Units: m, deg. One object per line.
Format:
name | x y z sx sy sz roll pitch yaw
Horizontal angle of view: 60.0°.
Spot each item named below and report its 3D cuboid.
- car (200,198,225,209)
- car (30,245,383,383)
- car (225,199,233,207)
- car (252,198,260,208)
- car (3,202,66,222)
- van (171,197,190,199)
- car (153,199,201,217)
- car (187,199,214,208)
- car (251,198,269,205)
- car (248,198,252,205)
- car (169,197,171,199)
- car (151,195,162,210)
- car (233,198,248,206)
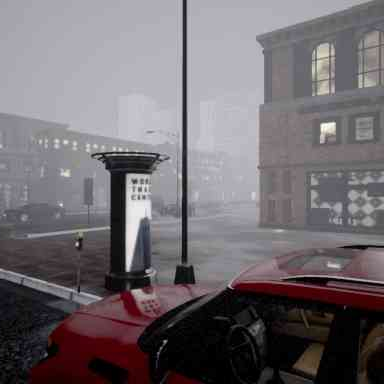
car | 2.247 1.682 47.981 2.128 1.511 4.902 0 0 35
car | 1.033 1.315 2.138 5.009 1.841 2.192 0 0 36
car | 4.501 1.759 55.635 1.752 1.417 4.829 0 -1 36
car | 11.417 1.676 50.900 1.967 1.590 4.097 0 -1 36
car | -12.731 1.578 27.114 1.837 1.490 4.892 0 0 34
van | -1.828 1.518 46.784 1.690 1.788 3.998 0 0 36
car | -1.396 1.669 32.890 1.887 1.381 4.507 0 0 36
car | 1.386 1.756 51.278 2.008 1.369 4.403 0 0 36
car | 14.243 1.876 69.259 2.008 1.369 4.403 0 -1 36
car | 11.029 1.845 64.763 2.008 1.369 4.403 0 -1 36
car | -5.141 1.674 42.150 1.752 1.417 4.829 0 0 36
car | -5.431 1.350 37.285 2.150 2.045 5.566 0 0 36
car | 7.815 1.815 60.268 2.008 1.369 4.403 0 -1 36
